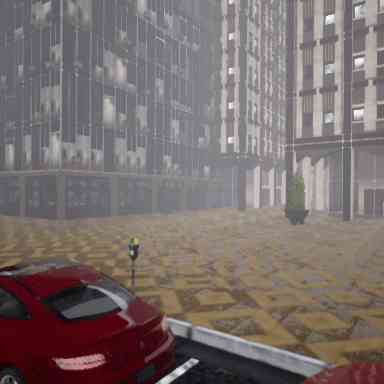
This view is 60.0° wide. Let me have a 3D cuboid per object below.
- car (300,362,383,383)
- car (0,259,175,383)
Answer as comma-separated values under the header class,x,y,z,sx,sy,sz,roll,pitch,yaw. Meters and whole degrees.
class,x,y,z,sx,sy,sz,roll,pitch,yaw
car,2.463,1.543,1.107,4.507,1.381,1.887,0,1,36
car,-2.130,1.579,4.385,4.206,1.307,1.802,0,1,36
